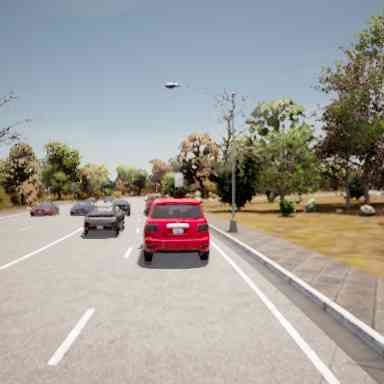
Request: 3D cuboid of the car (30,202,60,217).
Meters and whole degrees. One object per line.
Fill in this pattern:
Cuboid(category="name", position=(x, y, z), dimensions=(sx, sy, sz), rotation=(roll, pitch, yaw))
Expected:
Cuboid(category="car", position=(-14.222, 1.635, 32.295), dimensions=(1.994, 1.385, 4.181), rotation=(0, 0, -10))

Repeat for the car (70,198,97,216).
Cuboid(category="car", position=(-10.787, 1.639, 32.962), dimensions=(1.994, 1.385, 4.181), rotation=(0, 0, -10))

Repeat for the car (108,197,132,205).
Cuboid(category="car", position=(-7.285, 1.584, 34.265), dimensions=(1.837, 1.490, 4.892), rotation=(0, -1, -10))

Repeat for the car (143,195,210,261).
Cuboid(category="car", position=(-0.651, 1.255, 12.607), dimensions=(2.150, 2.045, 5.566), rotation=(0, 0, -5))

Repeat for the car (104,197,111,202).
Cuboid(category="car", position=(-18.463, 1.820, 73.715), dimensions=(2.128, 1.511, 4.902), rotation=(0, -1, -10))

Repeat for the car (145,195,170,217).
Cuboid(category="car", position=(-3.546, 1.299, 33.333), dimensions=(2.150, 2.045, 5.566), rotation=(0, -1, -10))

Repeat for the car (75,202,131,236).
Cuboid(category="car", position=(-4.868, 1.537, 18.881), dimensions=(2.128, 1.511, 4.902), rotation=(0, 0, -7))
